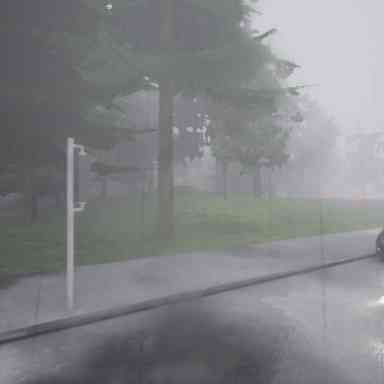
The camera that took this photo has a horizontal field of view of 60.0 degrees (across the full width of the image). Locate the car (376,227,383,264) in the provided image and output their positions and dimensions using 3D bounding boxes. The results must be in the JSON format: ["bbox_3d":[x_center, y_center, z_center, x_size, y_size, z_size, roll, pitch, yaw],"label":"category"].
[{"bbox_3d":[8.128,1.267,10.643,5.566,2.045,2.150,0,0,-37],"label":"car"}]
